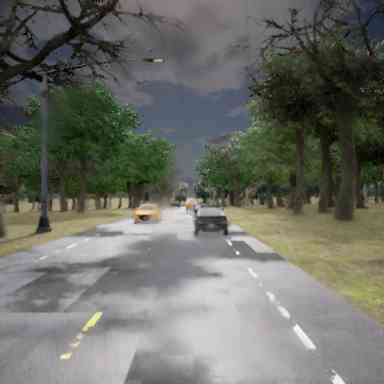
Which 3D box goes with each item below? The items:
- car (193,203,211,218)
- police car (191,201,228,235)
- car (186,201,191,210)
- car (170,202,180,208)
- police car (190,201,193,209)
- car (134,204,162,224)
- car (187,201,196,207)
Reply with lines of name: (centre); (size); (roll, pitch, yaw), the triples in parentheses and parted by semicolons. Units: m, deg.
car: (1.042, 1.906, 35.955); (1.812, 1.442, 4.674); (0, -1, 0)
police car: (1.045, 1.594, 20.065); (1.930, 1.638, 5.238); (0, -1, 0)
car: (-0.011, 2.136, 53.587); (1.882, 1.535, 5.008); (0, -1, 0)
car: (-3.517, 2.607, 67.823); (1.895, 1.301, 4.718); (0, -2, 0)
police car: (1.043, 1.720, 30.066); (1.930, 1.638, 5.238); (0, -1, 0)
car: (-3.603, 1.742, 27.870); (1.882, 1.535, 5.008); (0, -1, 0)
car: (-0.015, 2.647, 72.479); (1.895, 1.301, 4.718); (0, -2, 0)
